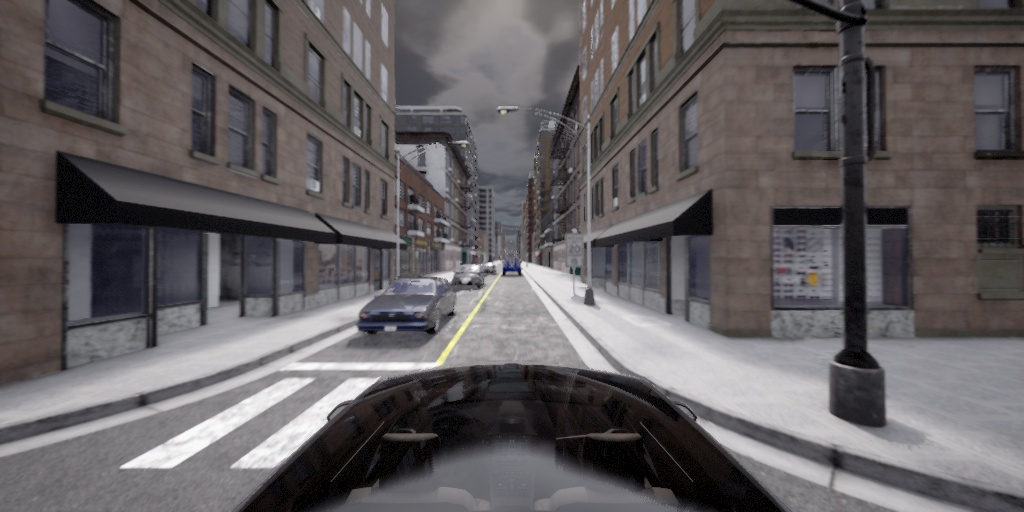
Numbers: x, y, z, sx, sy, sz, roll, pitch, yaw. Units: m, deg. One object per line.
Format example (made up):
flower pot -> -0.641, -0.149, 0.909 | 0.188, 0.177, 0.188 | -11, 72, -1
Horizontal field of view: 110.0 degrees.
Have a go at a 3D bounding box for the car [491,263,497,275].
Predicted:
car -> -2.803, 1.494, 41.870 | 1.994, 1.385, 4.181 | 0, 0, 0

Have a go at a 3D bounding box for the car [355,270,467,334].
car -> -2.858, 1.341, 11.107 | 2.033, 1.411, 5.357 | 0, 0, 0

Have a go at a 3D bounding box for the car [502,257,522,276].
car -> -0.004, 1.144, 41.006 | 2.150, 2.045, 5.566 | 0, 0, 0

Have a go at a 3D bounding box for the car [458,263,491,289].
car -> -2.847, 1.344, 24.339 | 2.128, 1.511, 4.902 | 0, 0, 0
